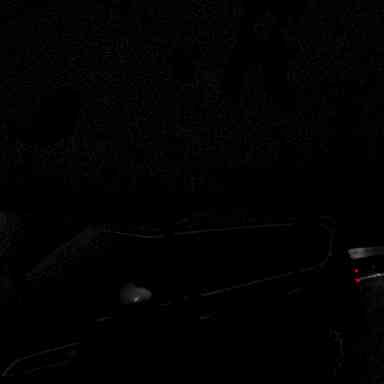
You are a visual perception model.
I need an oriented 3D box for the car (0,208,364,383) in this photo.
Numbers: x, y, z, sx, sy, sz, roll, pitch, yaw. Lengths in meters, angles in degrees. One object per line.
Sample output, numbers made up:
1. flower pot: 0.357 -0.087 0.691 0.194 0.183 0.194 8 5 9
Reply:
1. car: -0.352 1.232 3.672 5.566 2.045 2.150 1 -1 -35
